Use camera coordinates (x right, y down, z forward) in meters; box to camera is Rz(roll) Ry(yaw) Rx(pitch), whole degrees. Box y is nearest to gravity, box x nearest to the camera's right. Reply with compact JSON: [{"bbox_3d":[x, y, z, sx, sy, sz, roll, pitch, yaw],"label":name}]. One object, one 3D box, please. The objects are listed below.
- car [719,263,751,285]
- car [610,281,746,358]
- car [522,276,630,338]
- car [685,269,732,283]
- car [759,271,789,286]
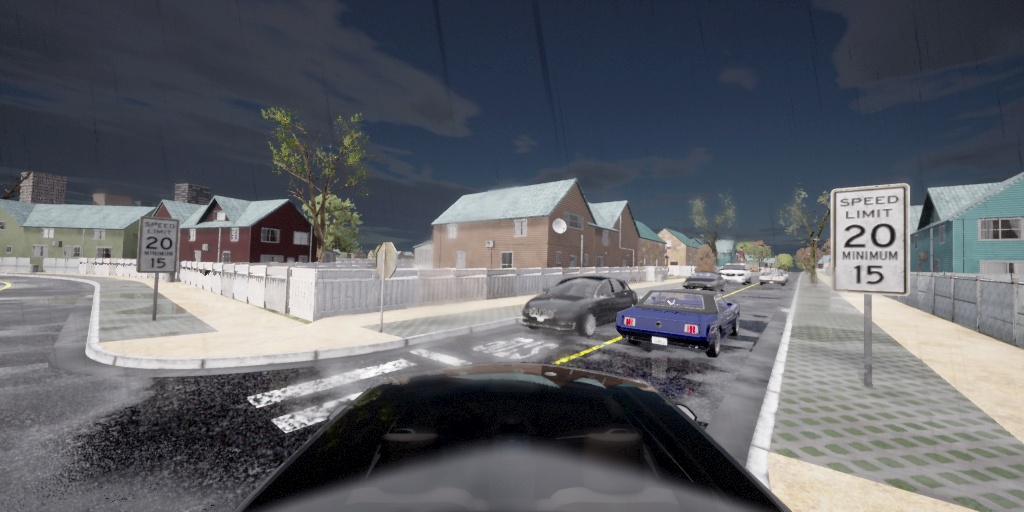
[{"bbox_3d":[21.336,1.692,34.282,2.150,2.045,5.566,0,0,40],"label":"car"},{"bbox_3d":[4.409,1.481,9.016,1.895,1.301,4.718,0,-1,39],"label":"car"},{"bbox_3d":[2.246,1.375,10.872,1.837,1.490,4.892,0,-1,39],"label":"car"},{"bbox_3d":[13.006,1.753,24.116,2.033,1.411,5.357,0,-1,39],"label":"car"},{"bbox_3d":[24.764,2.130,33.981,1.895,1.301,4.718,0,-1,39],"label":"car"}]
